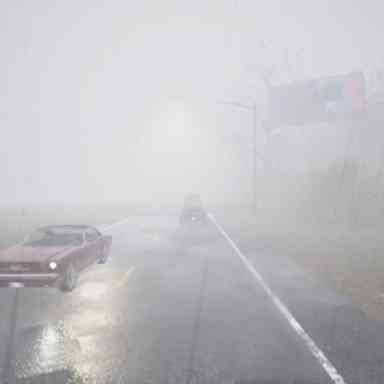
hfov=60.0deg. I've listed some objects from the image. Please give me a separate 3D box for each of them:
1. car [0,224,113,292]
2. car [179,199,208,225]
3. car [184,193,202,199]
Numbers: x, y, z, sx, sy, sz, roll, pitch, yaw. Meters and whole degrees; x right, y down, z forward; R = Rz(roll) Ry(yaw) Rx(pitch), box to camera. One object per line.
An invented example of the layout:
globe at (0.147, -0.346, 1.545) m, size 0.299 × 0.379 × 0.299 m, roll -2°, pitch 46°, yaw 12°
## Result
car at (-3.593, 1.597, 9.019) m, size 1.895 × 1.301 × 4.718 m, roll 0°, pitch 0°, yaw 0°
car at (0.093, 1.494, 24.201) m, size 1.837 × 1.490 × 4.892 m, roll 0°, pitch 0°, yaw 0°
car at (0.094, 1.201, 43.144) m, size 2.150 × 2.045 × 5.566 m, roll 0°, pitch 0°, yaw 0°
